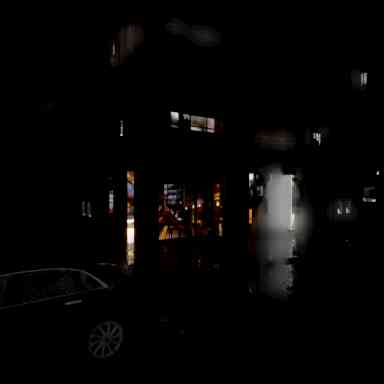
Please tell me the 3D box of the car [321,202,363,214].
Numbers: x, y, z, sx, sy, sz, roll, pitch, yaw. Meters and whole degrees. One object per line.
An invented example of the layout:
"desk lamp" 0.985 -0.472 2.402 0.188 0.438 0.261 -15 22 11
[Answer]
"car" 17.800 1.843 39.700 1.802 1.307 4.206 -1 0 -35

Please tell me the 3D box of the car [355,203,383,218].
"car" 16.261 1.754 32.439 1.994 1.385 4.181 0 -1 -35

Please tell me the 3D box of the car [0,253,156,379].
"car" -2.593 1.551 4.249 4.403 1.369 2.008 0 0 -35
